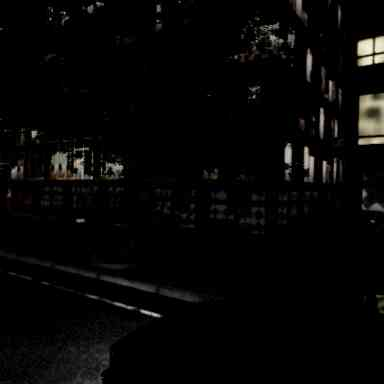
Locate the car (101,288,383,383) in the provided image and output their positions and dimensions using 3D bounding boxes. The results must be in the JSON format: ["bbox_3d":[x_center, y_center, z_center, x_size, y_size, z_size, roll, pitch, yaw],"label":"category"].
[{"bbox_3d":[1.712,1.548,2.463,5.357,1.411,2.033,0,0,36],"label":"car"}]
